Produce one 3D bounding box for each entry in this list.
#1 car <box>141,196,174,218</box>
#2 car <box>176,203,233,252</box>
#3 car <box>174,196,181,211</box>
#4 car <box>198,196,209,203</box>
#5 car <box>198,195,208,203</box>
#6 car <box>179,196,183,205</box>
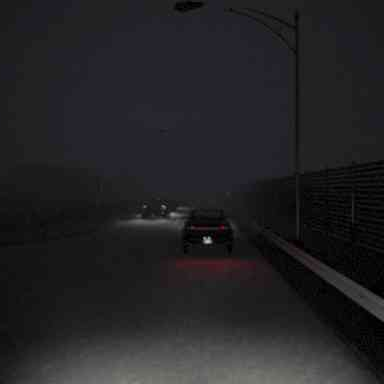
[{"bbox_3d":[-3.070,1.263,29.171,2.097,1.767,4.553,0,0,2],"label":"car"},{"bbox_3d":[0.611,1.440,13.637,2.128,1.511,4.902,0,0,2],"label":"car"},{"bbox_3d":[-2.729,1.477,38.534,1.895,1.301,4.718,0,0,2],"label":"car"},{"bbox_3d":[1.924,1.392,56.037,1.895,1.301,4.718,0,0,2],"label":"car"},{"bbox_3d":[2.243,1.356,65.805,1.895,1.301,4.718,0,0,2],"label":"car"},{"bbox_3d":[-2.316,1.315,48.961,1.882,1.535,5.008,0,0,2],"label":"car"}]
